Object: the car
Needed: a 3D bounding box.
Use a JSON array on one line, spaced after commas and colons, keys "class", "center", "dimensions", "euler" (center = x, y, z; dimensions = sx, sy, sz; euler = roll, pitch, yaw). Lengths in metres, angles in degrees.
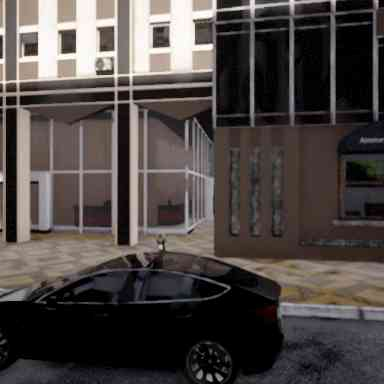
[{"class": "car", "center": [-0.908, 1.563, 4.714], "dimensions": [4.313, 1.339, 1.947], "euler": [0, 0, 9]}]
